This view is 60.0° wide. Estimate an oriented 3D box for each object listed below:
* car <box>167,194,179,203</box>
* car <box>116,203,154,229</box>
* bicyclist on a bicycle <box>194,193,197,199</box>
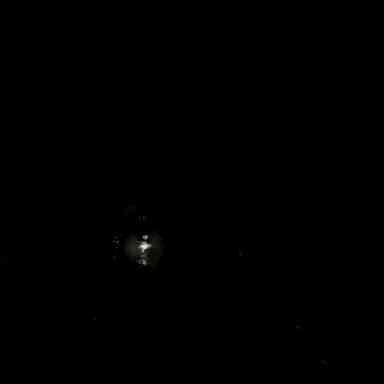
[{"bbox_3d":[-3.540,1.195,63.072,2.097,1.767,4.553,0,0,1],"label":"car"},{"bbox_3d":[-3.603,1.476,21.744,1.882,1.535,5.008,0,0,0],"label":"car"},{"bbox_3d":[0.950,1.118,87.769,0.659,1.776,1.843,0,0,0],"label":"bicyclist on a bicycle"}]
